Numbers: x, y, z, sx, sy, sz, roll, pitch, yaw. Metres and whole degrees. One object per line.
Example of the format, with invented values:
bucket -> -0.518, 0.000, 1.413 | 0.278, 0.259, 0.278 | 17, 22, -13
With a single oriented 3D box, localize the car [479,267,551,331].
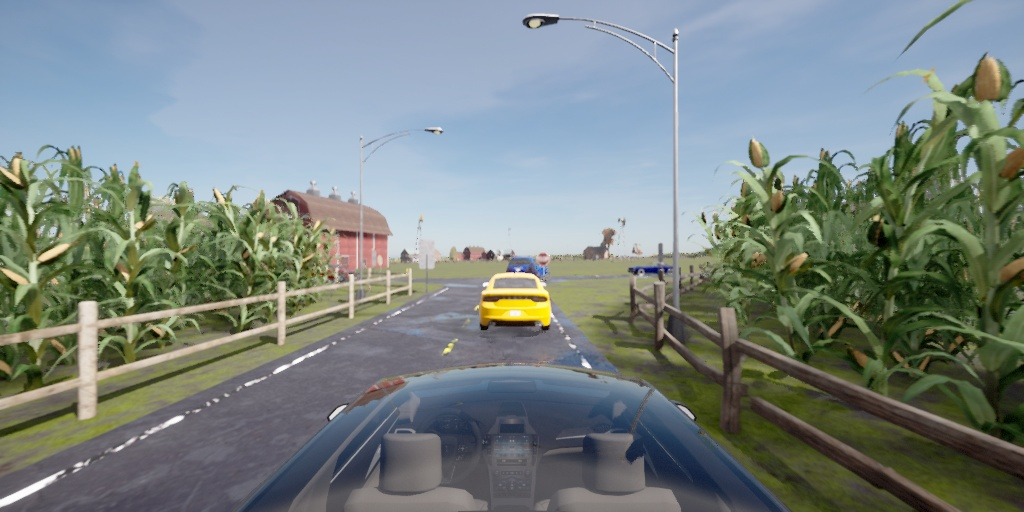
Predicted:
car -> 0.082, 1.275, 11.245 | 1.882, 1.535, 5.008 | 0, -1, 0

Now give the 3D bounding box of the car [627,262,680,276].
car -> 13.993, 1.272, 35.727 | 4.718, 1.301, 1.895 | -1, -1, -4

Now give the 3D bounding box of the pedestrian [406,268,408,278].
pedestrian -> -11.247, 1.801, 38.650 | 0.500, 1.100, 0.500 | 0, 0, 4

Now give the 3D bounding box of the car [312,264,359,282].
car -> -16.603, 1.495, 33.169 | 4.553, 1.767, 2.097 | -1, -1, 6

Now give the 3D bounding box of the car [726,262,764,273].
car -> 24.055, 0.992, 36.627 | 4.902, 1.511, 2.128 | -1, -1, -7

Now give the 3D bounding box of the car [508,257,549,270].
car -> 1.327, 1.096, 27.625 | 2.150, 2.045, 5.566 | -1, 0, 19
